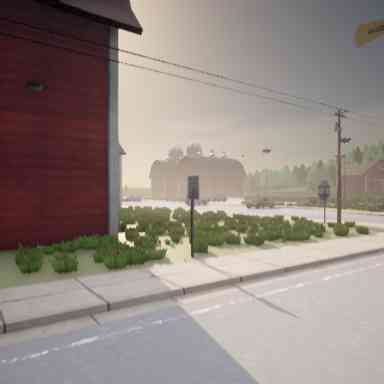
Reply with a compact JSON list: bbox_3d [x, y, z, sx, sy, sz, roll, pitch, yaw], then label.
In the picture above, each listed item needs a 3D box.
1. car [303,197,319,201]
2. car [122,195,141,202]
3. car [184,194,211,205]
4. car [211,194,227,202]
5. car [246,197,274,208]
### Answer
[{"bbox_3d":[18.723,1.479,52.596,3.905,1.438,1.784,0,0,-36],"label":"car"},{"bbox_3d":[-13.664,1.432,74.124,4.611,1.667,2.242,0,0,-36],"label":"car"},{"bbox_3d":[0.626,1.268,54.586,3.866,1.878,1.905,0,0,-36],"label":"car"},{"bbox_3d":[5.308,1.266,70.635,4.605,1.855,1.932,0,0,-36],"label":"car"},{"bbox_3d":[9.043,1.462,44.039,4.193,1.474,1.816,0,0,-36],"label":"car"}]
